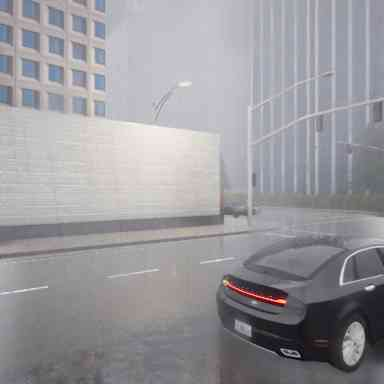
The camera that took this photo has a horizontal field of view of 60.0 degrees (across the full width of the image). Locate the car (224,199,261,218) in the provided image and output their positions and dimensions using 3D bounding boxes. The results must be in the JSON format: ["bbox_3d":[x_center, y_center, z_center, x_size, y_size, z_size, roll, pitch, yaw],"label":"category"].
[{"bbox_3d":[3.593,1.603,31.559,2.033,1.411,5.357,0,0,-36],"label":"car"}]

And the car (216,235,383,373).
[{"bbox_3d":[2.640,1.505,5.680,4.892,1.490,1.837,0,0,-35],"label":"car"}]

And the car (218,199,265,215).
[{"bbox_3d":[5.157,1.547,35.390,2.128,1.511,4.902,0,0,-36],"label":"car"}]
